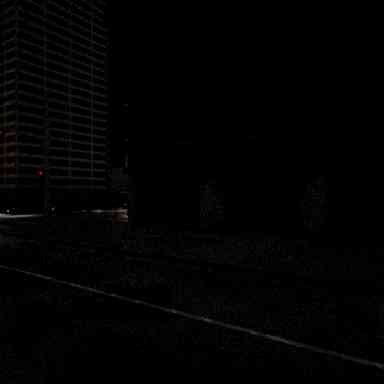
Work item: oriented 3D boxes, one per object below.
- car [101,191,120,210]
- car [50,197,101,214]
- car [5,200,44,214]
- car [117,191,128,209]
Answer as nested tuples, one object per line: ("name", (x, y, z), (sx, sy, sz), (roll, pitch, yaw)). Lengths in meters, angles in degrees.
("car", (-10.936, 1.221, 44.562), (2.150, 2.045, 5.566), (0, 0, 35))
("car", (-12.750, 1.491, 35.888), (2.128, 1.511, 4.902), (0, 0, 35))
("car", (-17.062, 1.547, 35.839), (2.033, 1.411, 5.357), (0, 0, 35))
("car", (-6.788, 1.221, 44.370), (2.150, 2.045, 5.566), (0, 0, 36))
